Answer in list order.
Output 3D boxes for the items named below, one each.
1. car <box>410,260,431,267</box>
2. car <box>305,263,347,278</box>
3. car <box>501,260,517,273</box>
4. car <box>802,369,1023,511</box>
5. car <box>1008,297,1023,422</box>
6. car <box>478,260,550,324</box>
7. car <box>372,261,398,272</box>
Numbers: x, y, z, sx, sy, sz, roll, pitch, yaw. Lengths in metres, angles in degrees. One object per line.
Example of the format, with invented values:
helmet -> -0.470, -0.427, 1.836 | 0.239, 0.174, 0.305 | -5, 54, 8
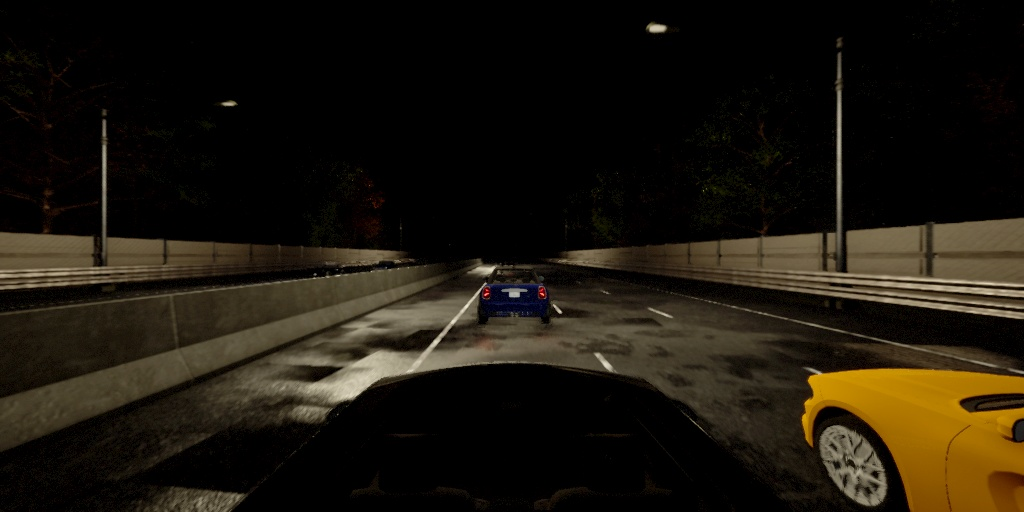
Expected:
car -> -11.109, 1.255, 43.644 | 2.128, 1.511, 4.902 | 0, 0, -1
car -> -17.927, 1.361, 34.804 | 1.895, 1.301, 4.718 | 0, 0, -1
car -> -0.435, 1.271, 44.230 | 1.837, 1.490, 4.892 | 0, 0, -1
car -> 3.592, 1.227, 1.220 | 1.882, 1.535, 5.008 | 0, 0, 0
car -> 7.092, 1.254, 2.012 | 1.837, 1.490, 4.892 | 0, 0, 0
car -> 0.055, 1.106, 12.193 | 2.097, 1.767, 4.553 | 0, 0, 0
car -> -14.558, 1.288, 41.392 | 1.812, 1.442, 4.674 | 0, 0, -1
